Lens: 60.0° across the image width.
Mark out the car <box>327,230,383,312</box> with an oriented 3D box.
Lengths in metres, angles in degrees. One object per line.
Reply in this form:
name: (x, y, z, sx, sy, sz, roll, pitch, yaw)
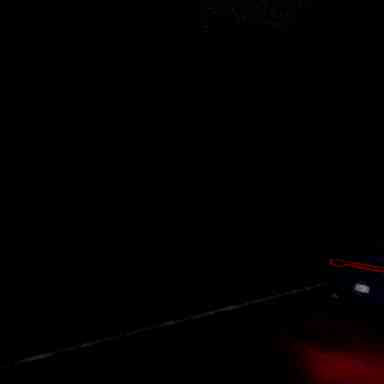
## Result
car: (4.984, 1.533, 7.149, 5.008, 1.535, 1.882, 1, 0, -34)
